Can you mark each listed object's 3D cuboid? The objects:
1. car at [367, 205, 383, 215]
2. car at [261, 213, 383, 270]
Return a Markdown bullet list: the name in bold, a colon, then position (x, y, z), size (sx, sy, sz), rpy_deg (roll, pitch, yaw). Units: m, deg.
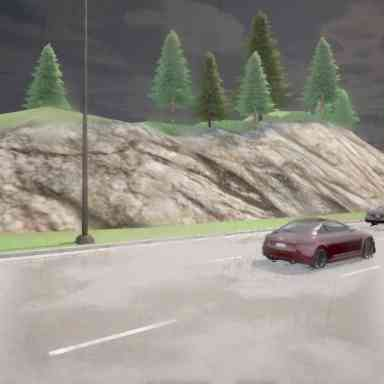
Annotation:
- **car**: position (13.496, 1.547, 21.986), size (5.357, 1.411, 2.033), rpy_deg (0, 0, -36)
- **car**: position (4.279, 1.564, 11.105), size (4.181, 1.385, 1.994), rpy_deg (0, 0, -36)
